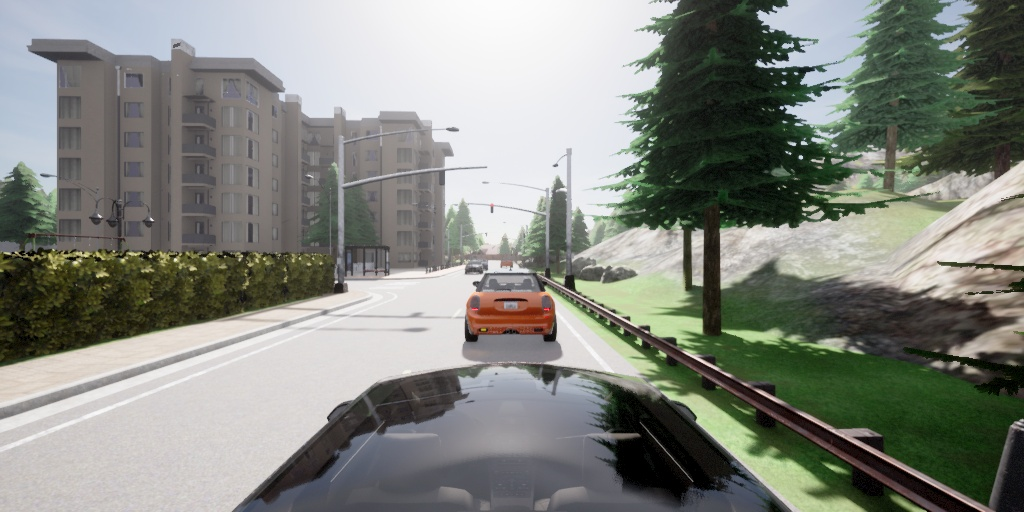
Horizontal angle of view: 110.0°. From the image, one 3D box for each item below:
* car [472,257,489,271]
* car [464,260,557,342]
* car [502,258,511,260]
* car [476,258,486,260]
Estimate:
[{"bbox_3d":[-4.430,1.093,50.647,2.097,1.767,4.553,0,0,-2],"label":"car"},{"bbox_3d":[-0.049,1.101,9.948,2.097,1.767,4.553,0,0,-1],"label":"car"},{"bbox_3d":[-0.904,1.091,61.205,2.097,1.767,4.553,0,0,-1],"label":"car"},{"bbox_3d":[-4.250,1.248,40.735,1.837,1.490,4.892,0,0,-1],"label":"car"}]
